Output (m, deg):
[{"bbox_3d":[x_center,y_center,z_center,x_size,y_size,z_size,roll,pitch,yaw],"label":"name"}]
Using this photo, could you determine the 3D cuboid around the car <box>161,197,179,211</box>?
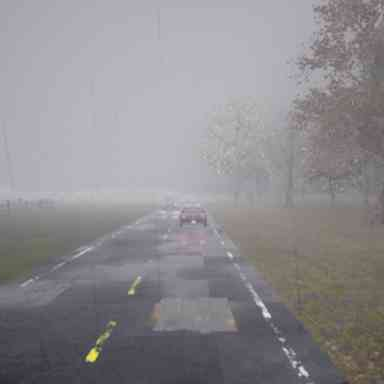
[{"bbox_3d":[-2.810,1.485,42.803,2.097,1.767,4.553,0,0,0],"label":"car"}]

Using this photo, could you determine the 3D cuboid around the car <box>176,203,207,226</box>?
[{"bbox_3d":[0.103,1.681,24.145,1.895,1.301,4.718,0,0,0],"label":"car"}]

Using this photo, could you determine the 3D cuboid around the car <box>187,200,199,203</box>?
[{"bbox_3d":[0.105,1.738,43.864,1.895,1.301,4.718,0,0,0],"label":"car"}]
